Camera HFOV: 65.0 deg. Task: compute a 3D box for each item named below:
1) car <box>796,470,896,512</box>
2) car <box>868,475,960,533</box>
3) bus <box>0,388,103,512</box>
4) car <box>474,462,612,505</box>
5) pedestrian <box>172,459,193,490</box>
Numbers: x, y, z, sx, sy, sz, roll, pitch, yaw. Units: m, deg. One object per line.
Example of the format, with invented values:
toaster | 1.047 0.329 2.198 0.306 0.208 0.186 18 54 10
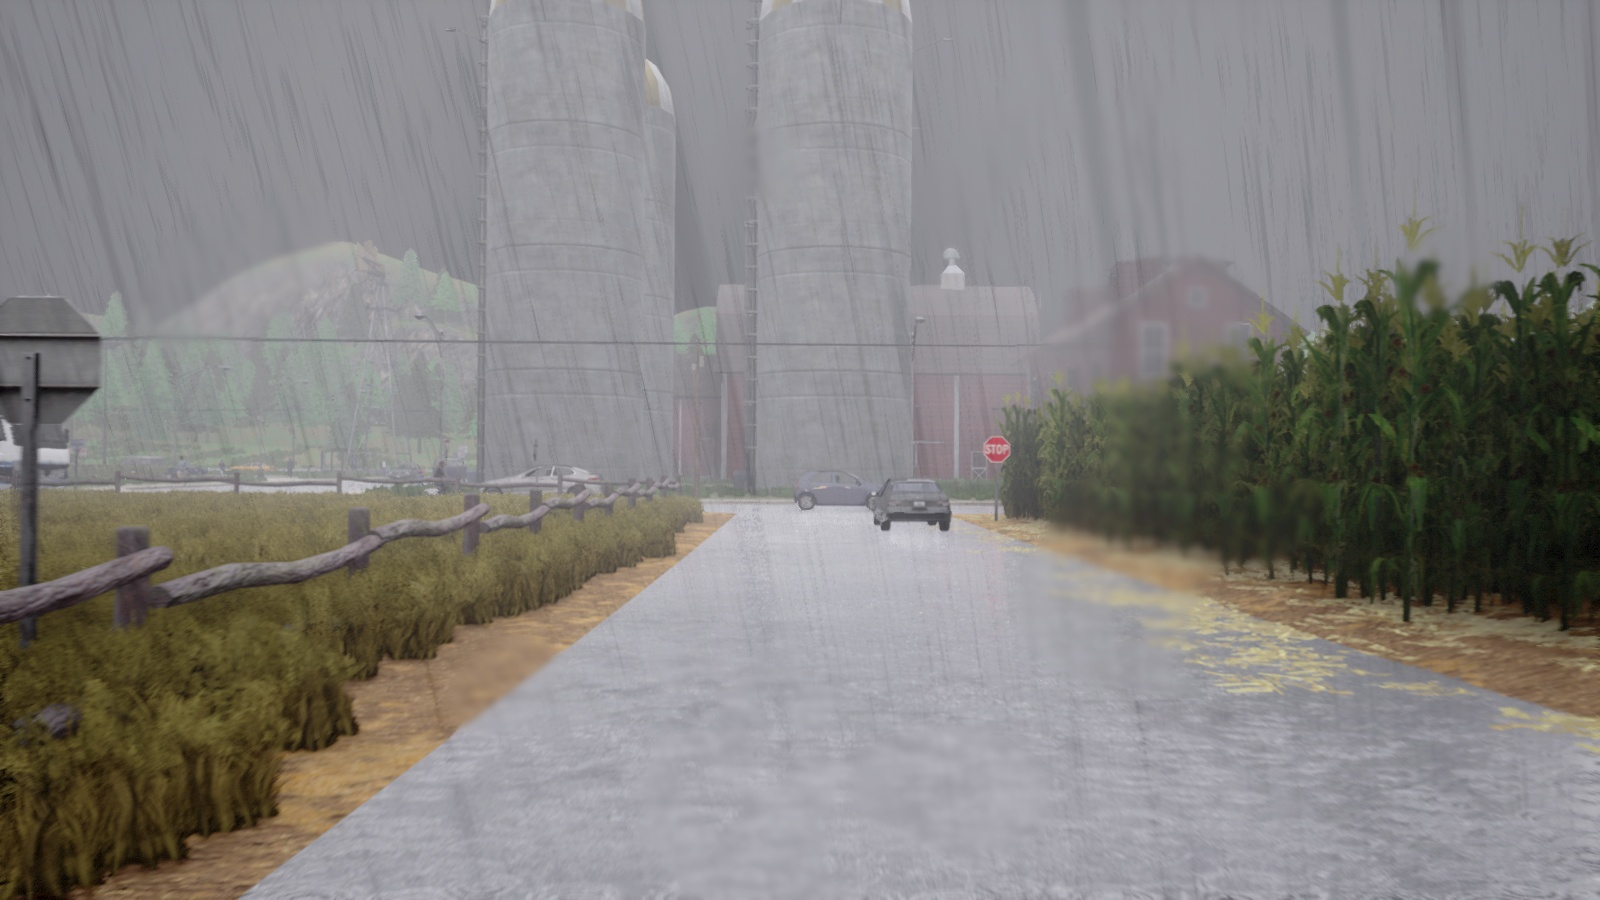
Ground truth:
car | 1.659 1.494 46.439 3.633 1.501 1.845 0 -1 0
car | 3.021 1.403 34.354 2.033 1.411 5.357 0 -1 0
bus | -31.464 0.136 45.483 10.273 4.253 3.944 -1 -2 1
car | -10.144 1.310 49.852 5.027 1.651 2.152 0 -1 1
pedestrian | -38.124 1.506 77.528 0.874 1.855 0.900 0 -1 -2
